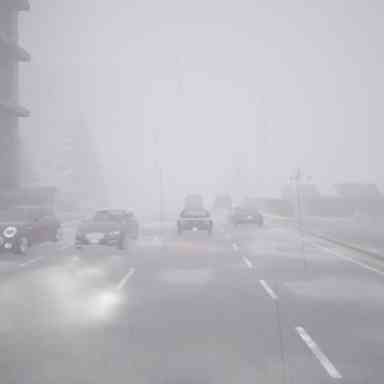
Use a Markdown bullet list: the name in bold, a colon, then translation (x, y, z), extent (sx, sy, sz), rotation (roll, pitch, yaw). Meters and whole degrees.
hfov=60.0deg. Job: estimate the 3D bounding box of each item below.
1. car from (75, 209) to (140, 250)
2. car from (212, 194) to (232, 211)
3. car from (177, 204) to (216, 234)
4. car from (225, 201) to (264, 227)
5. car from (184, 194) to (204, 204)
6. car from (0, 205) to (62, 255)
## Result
- **car**: translation (-3.472, 1.504, 14.355), extent (2.128, 1.511, 4.902), rotation (0, 0, 1)
- **car**: translation (3.728, 1.252, 41.478), extent (2.150, 2.045, 5.566), rotation (0, 0, 0)
- **car**: translation (0.160, 1.616, 19.352), extent (1.895, 1.301, 4.718), rotation (0, 0, 0)
- **car**: translation (3.673, 1.581, 23.235), extent (1.994, 1.385, 4.181), rotation (0, 0, 0)
- **car**: translation (0.216, 1.250, 38.549), extent (2.150, 2.045, 5.566), rotation (0, 0, 0)
- **car**: translation (-6.979, 1.362, 13.264), extent (2.097, 1.767, 4.553), rotation (0, 0, 1)
